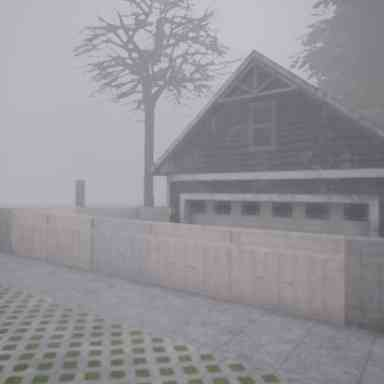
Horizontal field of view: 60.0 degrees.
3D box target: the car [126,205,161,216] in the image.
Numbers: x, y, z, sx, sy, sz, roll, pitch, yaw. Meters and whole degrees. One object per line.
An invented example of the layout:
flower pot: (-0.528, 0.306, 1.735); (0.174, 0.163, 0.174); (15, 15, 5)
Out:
car: (-5.196, 1.906, 32.354); (1.895, 1.301, 4.718); (0, -1, 35)
